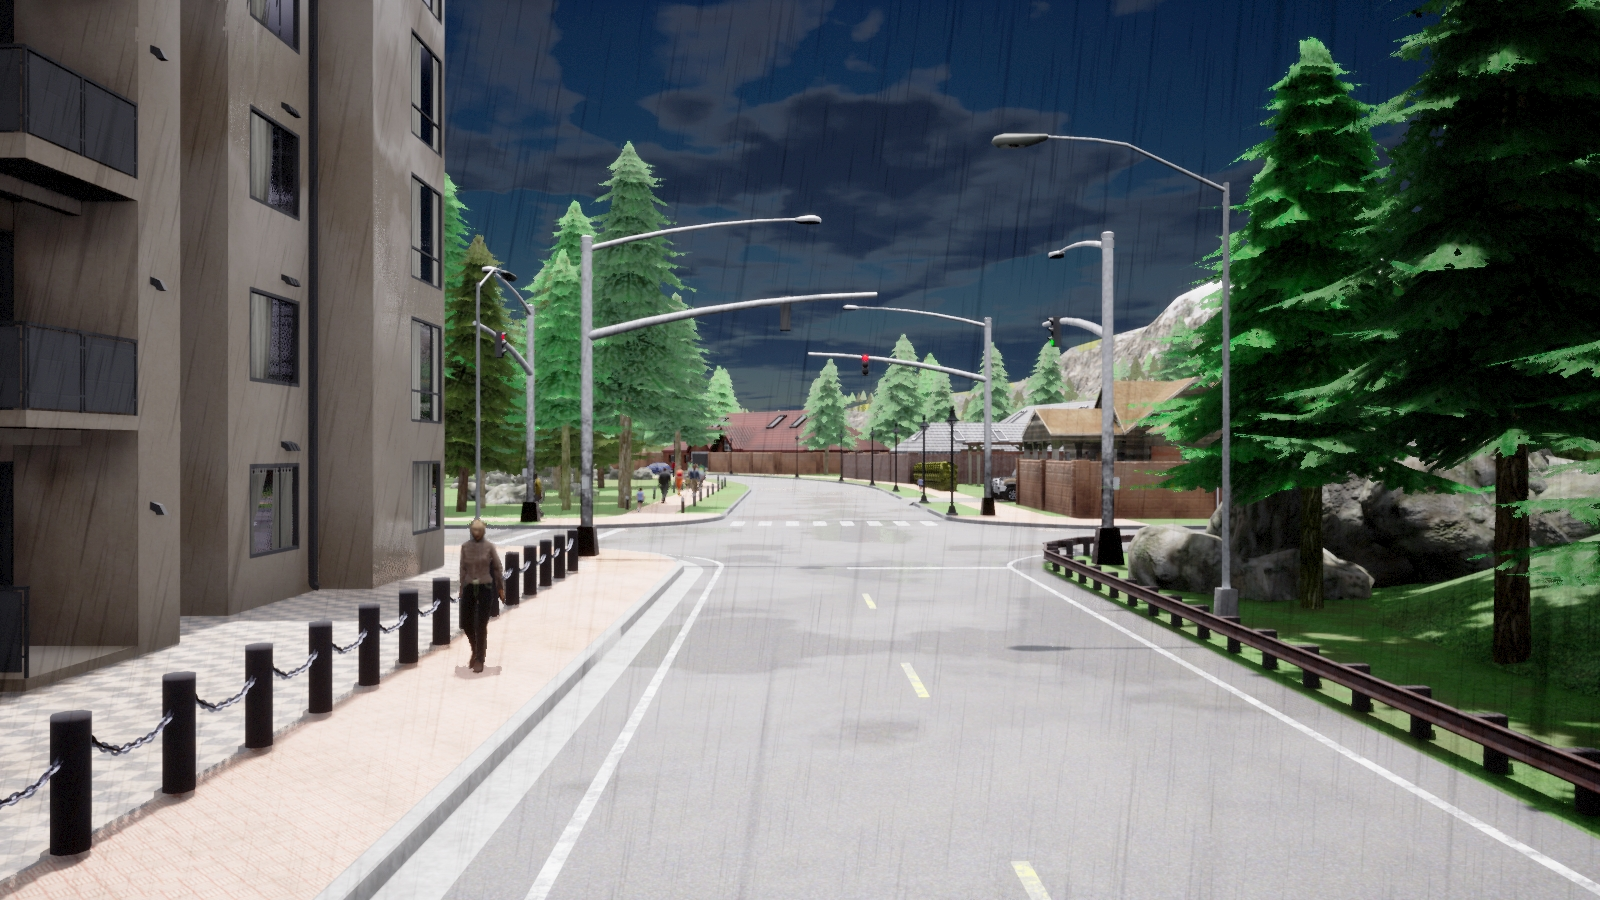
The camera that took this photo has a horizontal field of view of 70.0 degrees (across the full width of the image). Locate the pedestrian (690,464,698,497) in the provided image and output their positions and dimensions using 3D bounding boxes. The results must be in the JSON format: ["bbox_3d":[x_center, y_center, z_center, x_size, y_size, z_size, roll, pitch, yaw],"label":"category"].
[{"bbox_3d":[-5.964,1.702,64.344,0.375,1.860,0.375,0,0,1],"label":"pedestrian"}]

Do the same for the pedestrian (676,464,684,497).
[{"bbox_3d":[-6.801,1.703,64.668,0.375,1.860,0.375,0,0,4],"label":"pedestrian"}]

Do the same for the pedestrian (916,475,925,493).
[{"bbox_3d":[7.407,2.091,70.089,0.500,1.100,0.500,0,0,-3],"label":"pedestrian"}]

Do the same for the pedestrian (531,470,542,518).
[{"bbox_3d":[-10.188,1.702,44.207,0.375,1.860,0.375,0,0,-11],"label":"pedestrian"}]

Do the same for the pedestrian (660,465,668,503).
[{"bbox_3d":[-6.740,1.699,56.642,0.375,1.860,0.375,0,0,-1],"label":"pedestrian"}]

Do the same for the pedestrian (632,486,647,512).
[{"bbox_3d":[-6.787,2.075,48.301,0.500,1.100,0.500,0,0,9],"label":"pedestrian"}]

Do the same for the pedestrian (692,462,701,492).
[{"bbox_3d":[-6.601,1.707,72.842,0.375,1.860,0.375,0,0,-38],"label":"pedestrian"}]

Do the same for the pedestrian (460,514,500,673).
[{"bbox_3d":[-3.837,1.704,13.714,0.375,1.860,0.375,0,0,-1],"label":"pedestrian"}]

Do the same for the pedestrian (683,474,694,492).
[{"bbox_3d":[-7.099,2.087,72.509,0.500,1.100,0.500,0,0,-34],"label":"pedestrian"}]
